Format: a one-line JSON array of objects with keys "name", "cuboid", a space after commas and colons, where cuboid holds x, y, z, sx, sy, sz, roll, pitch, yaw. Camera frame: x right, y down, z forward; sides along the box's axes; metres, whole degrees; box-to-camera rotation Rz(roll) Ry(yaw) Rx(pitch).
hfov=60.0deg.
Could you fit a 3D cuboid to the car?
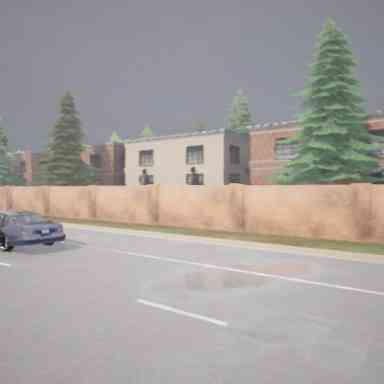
[{"name": "car", "cuboid": [-7.368, 1.459, 13.543, 5.357, 1.411, 2.033, 1, 0, 35]}]
